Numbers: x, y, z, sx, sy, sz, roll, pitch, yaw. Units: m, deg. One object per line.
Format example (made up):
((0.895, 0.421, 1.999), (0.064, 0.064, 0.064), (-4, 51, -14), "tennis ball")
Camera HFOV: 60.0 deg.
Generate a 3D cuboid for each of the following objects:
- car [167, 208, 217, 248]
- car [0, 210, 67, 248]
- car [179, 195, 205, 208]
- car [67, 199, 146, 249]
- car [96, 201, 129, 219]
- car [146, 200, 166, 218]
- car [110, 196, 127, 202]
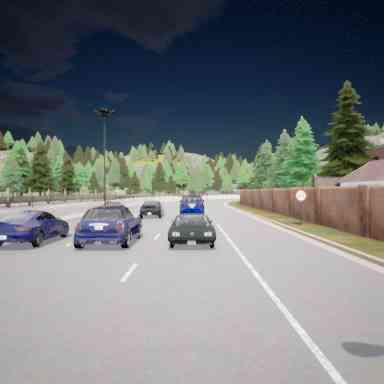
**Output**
((0.000, 1.613, 14.680), (1.895, 1.301, 4.718), (0, 0, 0), "car")
((-7.000, 1.530, 14.650), (1.812, 1.442, 4.674), (0, 0, 0), "car")
((0.000, 1.255, 29.680), (2.150, 2.045, 5.566), (0, 0, 0), "car")
((-3.500, 1.363, 14.620), (2.097, 1.767, 4.553), (0, 0, 0), "car")
((-7.000, 1.570, 29.650), (1.994, 1.385, 4.181), (0, 0, 0), "car")
((-3.500, 1.514, 29.650), (1.837, 1.490, 4.892), (0, 0, 0), "car")
((-17.369, 1.588, 78.875), (1.895, 1.301, 4.718), (0, 0, 15), "car")
